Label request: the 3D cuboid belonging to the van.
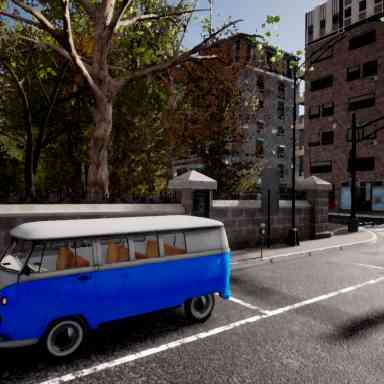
[{"bbox_3d":[-1.186,1.342,5.655,3.998,1.788,1.690,0,1,-36],"label":"van"}]
